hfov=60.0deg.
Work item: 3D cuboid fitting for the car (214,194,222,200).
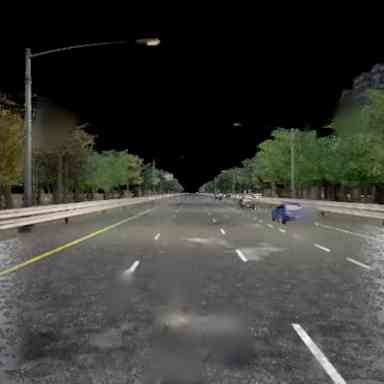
[{"bbox_3d":[7.223,1.492,93.221,1.882,1.535,5.008,0,0,0],"label":"car"}]

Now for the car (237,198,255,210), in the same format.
[{"bbox_3d":[7.071,1.543,43.899,1.812,1.442,4.674,0,0,0],"label":"car"}]

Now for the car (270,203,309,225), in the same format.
[{"bbox_3d":[7.017,1.539,24.063,1.812,1.442,4.674,0,0,0],"label":"car"}]
